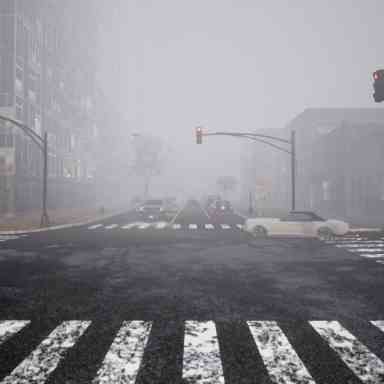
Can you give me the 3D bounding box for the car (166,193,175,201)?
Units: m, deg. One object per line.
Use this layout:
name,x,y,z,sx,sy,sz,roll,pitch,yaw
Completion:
car,-5.648,1.321,87.707,2.192,1.841,5.009,1,0,0

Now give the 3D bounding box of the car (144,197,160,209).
car,-5.663,1.530,47.819,1.752,1.417,4.829,1,0,0

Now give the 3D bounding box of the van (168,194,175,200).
van,-5.647,1.347,93.381,1.690,1.788,3.998,1,0,0

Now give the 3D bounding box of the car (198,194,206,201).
car,2.729,1.446,87.743,1.967,1.590,4.097,1,0,0

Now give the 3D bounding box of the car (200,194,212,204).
car,2.725,1.321,65.048,2.192,1.841,5.009,1,0,0

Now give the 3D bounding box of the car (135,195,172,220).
car,-3.125,1.356,28.149,2.097,1.767,4.553,0,0,1

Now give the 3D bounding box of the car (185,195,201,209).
car,0.111,1.530,45.275,1.812,1.442,4.674,0,0,0

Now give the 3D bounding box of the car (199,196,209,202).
car,2.724,1.572,76.396,1.947,1.339,4.313,1,0,0

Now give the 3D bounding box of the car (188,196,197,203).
car,0.120,1.606,70.128,1.895,1.301,4.718,0,0,0

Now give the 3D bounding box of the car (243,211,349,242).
car,4.932,1.591,16.119,4.718,1.301,1.895,-1,0,20

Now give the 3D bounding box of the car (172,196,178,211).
car,-3.090,1.552,37.622,2.033,1.411,5.357,0,0,0

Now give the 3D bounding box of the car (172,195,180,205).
car,-3.082,1.531,47.642,1.812,1.442,4.674,0,0,0

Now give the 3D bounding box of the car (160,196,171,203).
car,-5.658,1.572,70.685,1.947,1.339,4.313,1,0,0

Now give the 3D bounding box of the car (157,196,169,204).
car,-5.659,1.572,65.011,1.947,1.339,4.313,1,0,0

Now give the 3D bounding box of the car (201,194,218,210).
car,2.719,1.320,42.351,2.192,1.841,5.009,1,0,0

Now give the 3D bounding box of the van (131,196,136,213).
van,-5.663,1.346,36.641,1.690,1.788,3.998,1,0,0

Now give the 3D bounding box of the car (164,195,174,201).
car,-5.654,1.557,82.033,2.008,1.369,4.403,1,0,0

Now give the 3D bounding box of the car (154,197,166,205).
car,-5.661,1.587,59.337,1.802,1.307,4.206,1,0,0

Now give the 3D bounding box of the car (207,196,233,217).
car,2.713,1.444,31.003,1.967,1.590,4.097,1,0,0
